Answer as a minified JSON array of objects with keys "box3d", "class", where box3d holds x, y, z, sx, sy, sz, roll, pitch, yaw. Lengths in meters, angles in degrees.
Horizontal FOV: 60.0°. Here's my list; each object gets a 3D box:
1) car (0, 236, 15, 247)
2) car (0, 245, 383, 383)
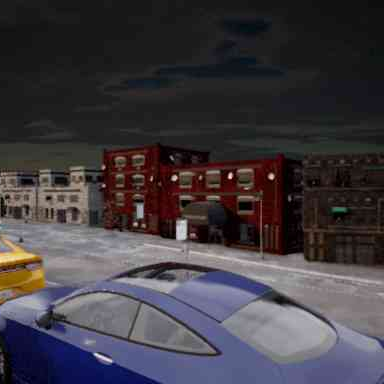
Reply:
[{"box3d":[-5.027,1.483,6.690,5.008,1.535,2.097,0,0,34],"class":"car"},{"box3d":[-0.439,1.519,3.569,4.674,1.452,2.002,0,0,35],"class":"car"}]
